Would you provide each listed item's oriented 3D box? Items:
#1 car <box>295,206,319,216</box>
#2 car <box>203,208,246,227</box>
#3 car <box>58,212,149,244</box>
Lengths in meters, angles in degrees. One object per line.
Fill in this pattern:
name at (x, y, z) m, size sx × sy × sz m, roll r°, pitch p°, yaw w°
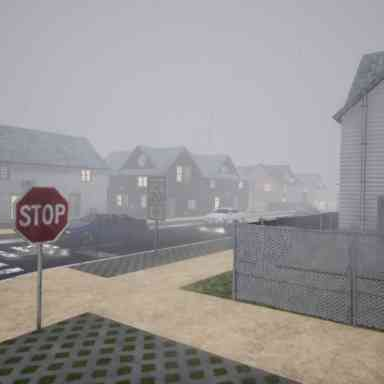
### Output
car at (15.489, 2.539, 44.515) m, size 2.033 × 1.411 × 5.357 m, roll 2°, pitch 0°, yaw 37°
car at (2.807, 2.041, 27.566) m, size 1.812 × 1.442 × 4.674 m, roll 2°, pitch 0°, yaw 37°
car at (-4.653, 1.789, 17.534) m, size 2.033 × 1.411 × 5.357 m, roll 2°, pitch 0°, yaw 37°
